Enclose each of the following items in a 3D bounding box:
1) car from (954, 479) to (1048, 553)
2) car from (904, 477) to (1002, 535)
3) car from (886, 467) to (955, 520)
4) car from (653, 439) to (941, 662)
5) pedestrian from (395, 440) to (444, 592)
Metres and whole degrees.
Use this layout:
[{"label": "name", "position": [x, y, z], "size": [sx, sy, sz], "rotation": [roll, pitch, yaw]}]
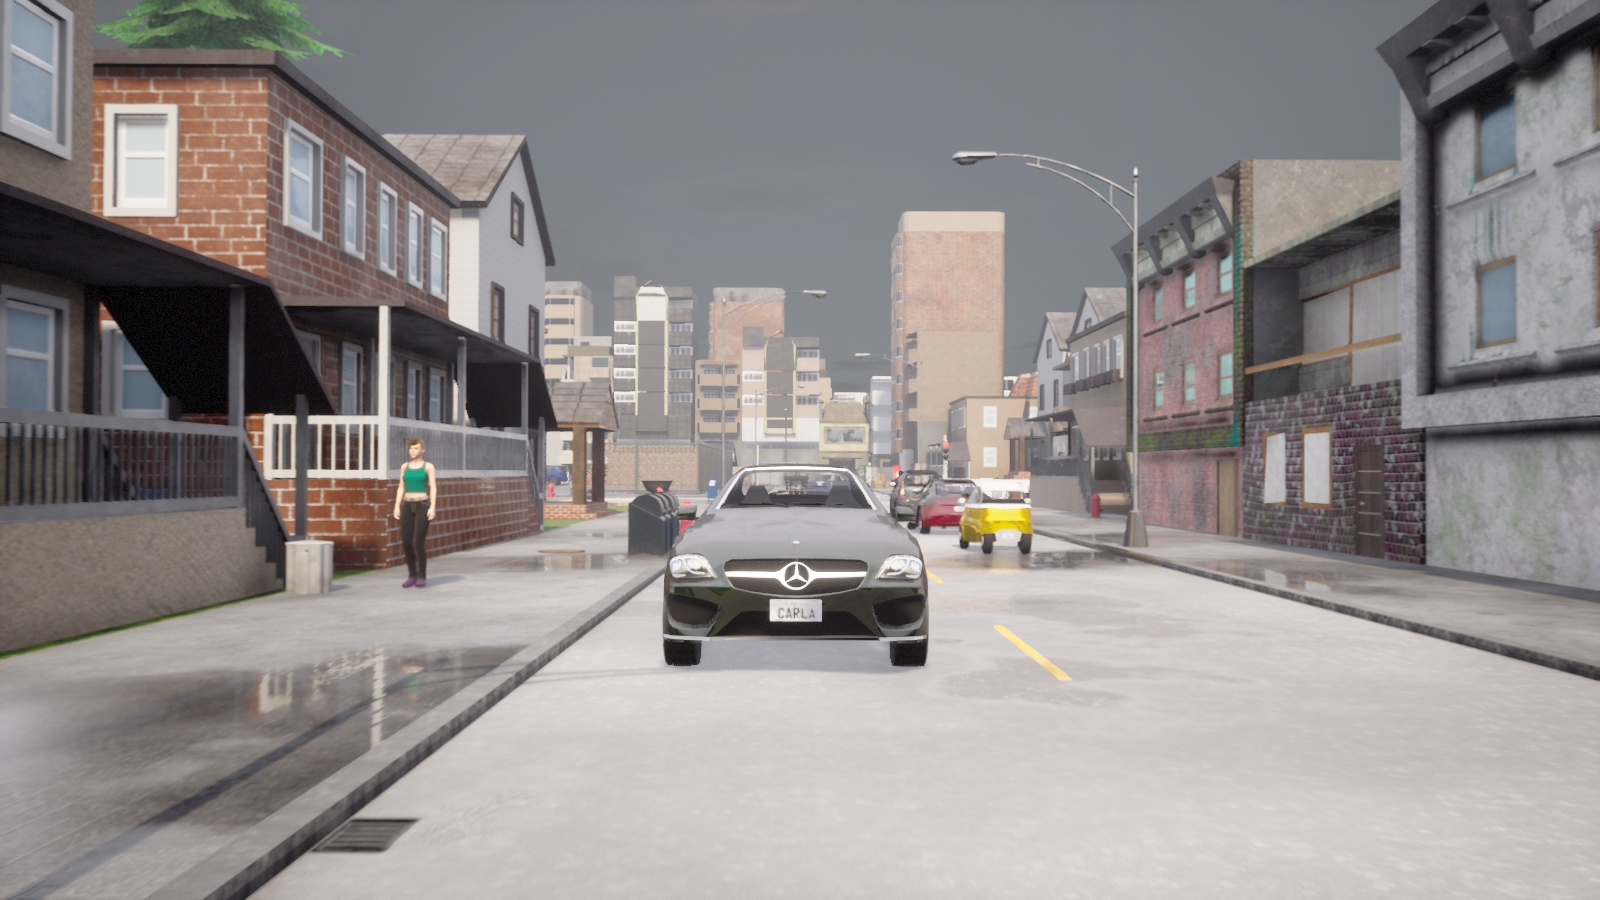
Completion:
[{"label": "car", "position": [3.936, 1.270, 24.847], "size": [1.481, 1.376, 2.207], "rotation": [0, -1, 0]}, {"label": "car", "position": [3.921, 1.412, 32.805], "size": [1.994, 1.385, 4.181], "rotation": [0, -1, -1]}, {"label": "car", "position": [3.894, 1.385, 41.081], "size": [1.851, 1.617, 3.988], "rotation": [0, -1, 0]}, {"label": "car", "position": [-0.031, 0.793, 11.907], "size": [2.152, 1.651, 5.027], "rotation": [0, -1, 0]}, {"label": "pedestrian", "position": [-4.696, 0.803, 15.512], "size": [0.345, 1.836, 0.594], "rotation": [0, -1, 11]}]
